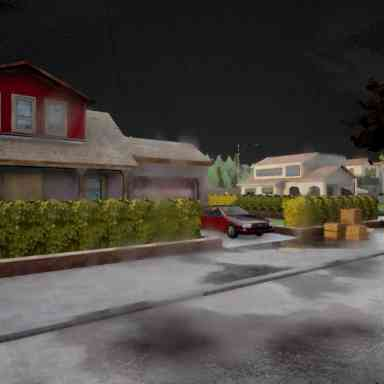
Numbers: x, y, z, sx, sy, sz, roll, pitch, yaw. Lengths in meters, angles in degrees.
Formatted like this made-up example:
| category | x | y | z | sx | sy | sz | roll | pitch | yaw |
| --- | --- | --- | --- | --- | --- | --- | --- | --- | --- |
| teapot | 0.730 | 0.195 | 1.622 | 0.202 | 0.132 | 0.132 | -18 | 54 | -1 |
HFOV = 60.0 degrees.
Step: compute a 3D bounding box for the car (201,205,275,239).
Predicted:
| category | x | y | z | sx | sy | sz | roll | pitch | yaw |
| --- | --- | --- | --- | --- | --- | --- | --- | --- | --- |
| car | 1.561 | 1.356 | 16.546 | 2.033 | 1.415 | 5.357 | 0 | 0 | -33 |
